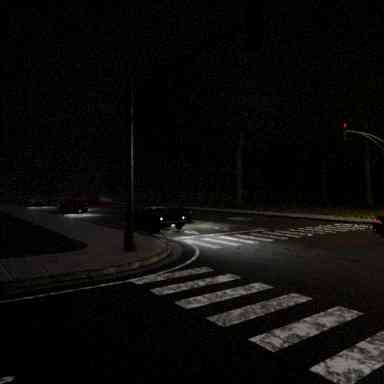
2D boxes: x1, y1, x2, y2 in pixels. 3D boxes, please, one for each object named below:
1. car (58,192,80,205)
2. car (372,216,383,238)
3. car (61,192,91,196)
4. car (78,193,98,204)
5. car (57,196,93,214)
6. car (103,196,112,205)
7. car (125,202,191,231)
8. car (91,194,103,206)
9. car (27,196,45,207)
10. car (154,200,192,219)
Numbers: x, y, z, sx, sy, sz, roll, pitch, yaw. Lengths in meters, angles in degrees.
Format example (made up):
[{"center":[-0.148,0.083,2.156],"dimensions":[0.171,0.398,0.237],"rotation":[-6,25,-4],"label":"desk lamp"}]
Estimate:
[{"center":[-21.367,1.038,57.771],"dimensions":[2.150,2.045,5.566],"rotation":[0,0,-36],"label":"car"},{"center":[10.045,1.468,13.386],"dimensions":[4.902,1.511,2.128],"rotation":[0,1,27],"label":"car"},{"center":[-15.869,1.072,44.542],"dimensions":[2.150,2.045,5.566],"rotation":[0,0,-36],"label":"car"},{"center":[-18.701,1.162,59.632],"dimensions":[2.097,1.767,4.553],"rotation":[0,0,-36],"label":"car"},{"center":[-12.287,1.430,34.024],"dimensions":[2.033,1.411,5.357],"rotation":[0,0,-36],"label":"car"},{"center":[-14.496,1.348,53.876],"dimensions":[1.812,1.442,4.674],"rotation":[0,0,-35],"label":"car"},{"center":[-2.320,1.542,20.269],"dimensions":[1.895,1.301,4.718],"rotation":[0,0,-36],"label":"car"},{"center":[-15.555,1.186,49.849],"dimensions":[2.097,1.767,4.553],"rotation":[0,0,-35],"label":"car"},{"center":[-23.185,1.391,49.209],"dimensions":[1.812,1.442,4.674],"rotation":[0,0,-36],"label":"car"},{"center":[-1.956,1.398,25.313],"dimensions":[1.882,1.535,5.008],"rotation":[0,0,-36],"label":"car"}]
